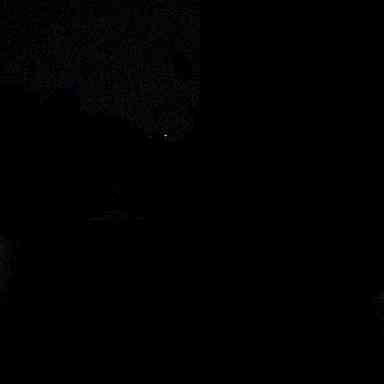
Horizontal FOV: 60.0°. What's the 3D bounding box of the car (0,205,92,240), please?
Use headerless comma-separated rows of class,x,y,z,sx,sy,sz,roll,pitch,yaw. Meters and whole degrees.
car,-8.653,1.641,19.060,2.192,1.841,5.009,-1,-2,36

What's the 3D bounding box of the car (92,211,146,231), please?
car,-5.317,1.957,23.695,1.752,1.417,4.829,-1,-2,36

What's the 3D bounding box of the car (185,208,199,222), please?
car,1.056,2.198,32.562,1.947,1.339,4.313,-1,-2,36
